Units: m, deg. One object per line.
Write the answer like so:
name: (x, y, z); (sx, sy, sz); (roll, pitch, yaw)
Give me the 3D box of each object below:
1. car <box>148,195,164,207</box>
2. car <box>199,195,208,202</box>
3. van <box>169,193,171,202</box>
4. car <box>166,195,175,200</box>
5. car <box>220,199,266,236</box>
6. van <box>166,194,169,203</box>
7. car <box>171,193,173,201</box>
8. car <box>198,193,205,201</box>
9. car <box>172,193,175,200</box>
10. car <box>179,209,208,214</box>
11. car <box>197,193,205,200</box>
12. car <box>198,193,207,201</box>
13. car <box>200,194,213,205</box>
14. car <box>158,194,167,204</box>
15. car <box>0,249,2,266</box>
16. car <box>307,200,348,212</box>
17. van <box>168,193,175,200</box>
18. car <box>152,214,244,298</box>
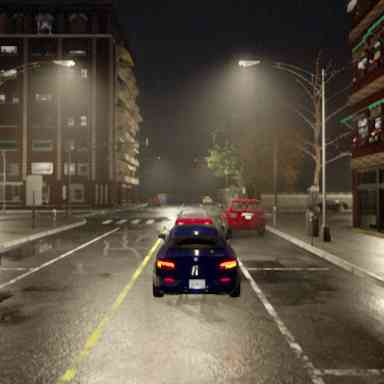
car: (-5.709, 1.539, 50.805); (1.802, 1.307, 4.206); (1, 0, 0)
car: (2.653, 1.509, 78.495); (1.947, 1.339, 4.313); (1, 0, 0)
van: (-5.715, 1.289, 67.420); (1.690, 1.788, 3.998); (1, 0, 0)
car: (-5.734, 1.492, 89.575); (2.008, 1.369, 4.403); (1, 0, 0)
car: (2.696, 1.296, 18.312); (2.192, 1.841, 5.009); (1, 0, 0)
van: (-5.712, 1.292, 61.881); (1.690, 1.788, 3.998); (1, 0, 0)
car: (-5.723, 1.528, 72.959); (1.802, 1.307, 4.206); (1, 0, 0)
car: (2.657, 1.496, 72.956); (2.008, 1.369, 4.403); (1, 0, 0)
car: (-5.726, 1.494, 78.498); (2.008, 1.369, 4.403); (1, 0, 0)
car: (0.089, 1.582, 18.123); (1.895, 1.301, 4.718); (0, 0, 0)
car: (2.647, 1.255, 95.108); (2.192, 1.841, 5.009); (1, 0, 0)
car: (2.654, 1.257, 84.033); (2.192, 1.841, 5.009); (1, 0, 0)
car: (2.668, 1.479, 56.512); (1.752, 1.417, 4.829); (1, 0, 0)
car: (-5.713, 1.536, 56.342); (1.802, 1.307, 4.206); (1, 0, 0)
car: (-5.648, 1.574, 6.877); (1.802, 1.307, 4.206); (1, 0, 0)
car: (15.189, 1.554, 37.353); (4.313, 1.339, 1.947); (0, -1, 1)
van: (-5.733, 1.281, 95.113); (1.690, 1.788, 3.998); (1, 0, 0)
car: (0.096, 1.516, 8.380); (1.812, 1.442, 4.674); (0, 0, 0)
